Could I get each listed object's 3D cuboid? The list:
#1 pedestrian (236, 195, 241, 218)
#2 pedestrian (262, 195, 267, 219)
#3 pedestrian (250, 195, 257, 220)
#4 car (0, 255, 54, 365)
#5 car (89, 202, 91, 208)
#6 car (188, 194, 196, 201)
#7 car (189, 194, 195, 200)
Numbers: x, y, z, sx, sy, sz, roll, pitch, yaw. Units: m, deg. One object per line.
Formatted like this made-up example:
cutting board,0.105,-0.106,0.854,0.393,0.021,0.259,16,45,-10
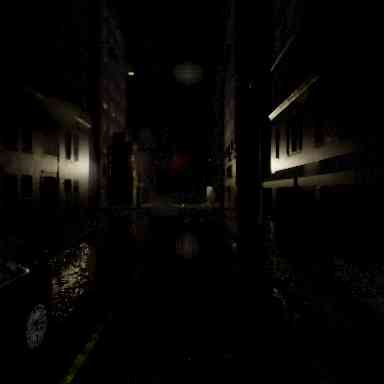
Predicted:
pedestrian,3.634,1.152,26.393,0.375,1.860,0.375,0,0,0
pedestrian,5.634,1.157,25.793,0.375,1.860,0.375,0,0,0
pedestrian,4.635,1.153,25.193,0.375,1.860,0.375,0,0,0
car,-3.099,1.494,3.336,2.128,1.511,4.902,0,0,0
car,-14.602,1.436,40.520,4.097,1.590,1.967,0,0,1
car,-0.001,1.505,82.828,1.812,1.442,4.674,0,0,0
car,-0.002,1.358,92.830,1.837,1.490,4.892,0,0,0
